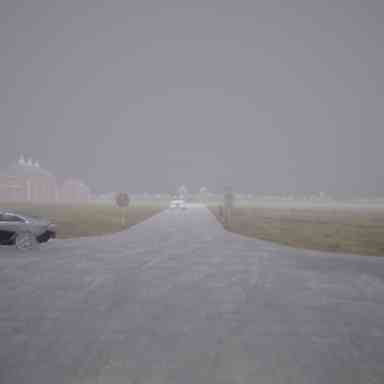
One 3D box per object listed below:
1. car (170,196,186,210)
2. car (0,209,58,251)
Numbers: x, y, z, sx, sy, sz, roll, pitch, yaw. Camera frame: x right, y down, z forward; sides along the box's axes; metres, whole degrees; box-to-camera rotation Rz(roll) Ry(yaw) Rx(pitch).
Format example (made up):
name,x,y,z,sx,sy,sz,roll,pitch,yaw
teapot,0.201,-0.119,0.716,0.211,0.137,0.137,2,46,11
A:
name,x,y,z,sx,sy,sz,roll,pitch,yaw
car,-2.098,1.696,50.393,2.150,2.045,5.566,0,0,1
car,-7.743,1.408,12.707,4.902,1.511,2.128,3,0,-19
